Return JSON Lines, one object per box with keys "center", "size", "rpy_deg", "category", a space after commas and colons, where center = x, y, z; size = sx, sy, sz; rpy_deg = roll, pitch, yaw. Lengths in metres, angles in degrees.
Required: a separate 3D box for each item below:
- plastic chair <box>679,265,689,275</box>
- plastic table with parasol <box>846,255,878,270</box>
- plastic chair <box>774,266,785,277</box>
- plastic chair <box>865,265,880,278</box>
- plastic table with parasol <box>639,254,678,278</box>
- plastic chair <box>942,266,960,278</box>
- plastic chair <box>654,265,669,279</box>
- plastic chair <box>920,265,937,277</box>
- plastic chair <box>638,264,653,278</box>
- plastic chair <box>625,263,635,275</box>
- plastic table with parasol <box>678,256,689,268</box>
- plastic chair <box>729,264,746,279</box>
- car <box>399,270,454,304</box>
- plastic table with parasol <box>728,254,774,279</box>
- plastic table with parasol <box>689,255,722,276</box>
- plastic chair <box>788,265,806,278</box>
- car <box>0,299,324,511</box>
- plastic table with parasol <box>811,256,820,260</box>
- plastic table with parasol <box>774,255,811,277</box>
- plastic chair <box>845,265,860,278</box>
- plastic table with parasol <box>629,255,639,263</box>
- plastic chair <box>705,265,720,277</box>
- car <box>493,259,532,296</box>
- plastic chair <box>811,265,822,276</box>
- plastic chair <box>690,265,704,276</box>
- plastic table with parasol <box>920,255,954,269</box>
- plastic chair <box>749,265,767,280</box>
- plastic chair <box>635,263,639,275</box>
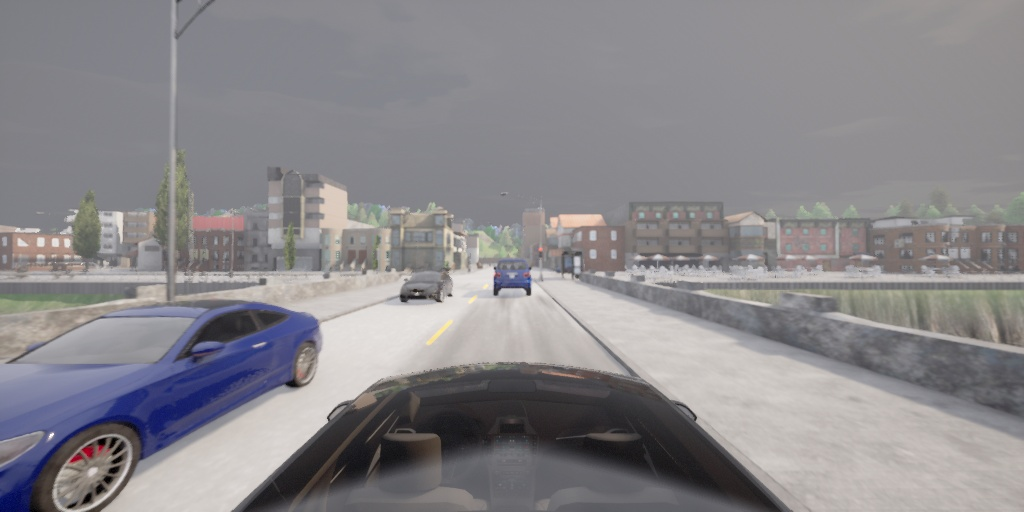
{"center": [22.496, 1.791, 46.491], "size": [0.750, 1.272, 0.730], "rpy_deg": [0, 0, 0], "category": "plastic chair"}
{"center": [37.786, 1.096, 38.701], "size": [2.482, 2.480, 2.482], "rpy_deg": [0, 0, 0], "category": "plastic table with parasol"}
{"center": [29.327, 1.713, 39.787], "size": [0.730, 1.272, 0.750], "rpy_deg": [0, 0, -1], "category": "plastic chair"}
{"center": [37.796, 1.685, 37.391], "size": [0.750, 1.272, 0.730], "rpy_deg": [0, 0, 0], "category": "plastic chair"}
{"center": [15.166, 1.081, 37.252], "size": [2.482, 2.480, 2.482], "rpy_deg": [0, 0, 0], "category": "plastic table with parasol"}
{"center": [47.896, 1.702, 38.990], "size": [0.750, 1.272, 0.730], "rpy_deg": [0, 0, 0], "category": "plastic chair"}
{"center": [14.996, 1.671, 35.992], "size": [0.750, 1.272, 0.730], "rpy_deg": [0, 0, 0], "category": "plastic chair"}
{"center": [46.796, 1.718, 40.390], "size": [0.730, 1.272, 0.750], "rpy_deg": [0, 0, 0], "category": "plastic chair"}
{"center": [13.896, 1.687, 37.392], "size": [0.730, 1.272, 0.750], "rpy_deg": [0, 0, 0], "category": "plastic chair"}
{"center": [14.696, 1.776, 45.191], "size": [0.730, 1.272, 0.750], "rpy_deg": [0, 0, 0], "category": "plastic chair"}
{"center": [22.506, 1.203, 47.961], "size": [2.482, 2.480, 2.482], "rpy_deg": [0, 0, 0], "category": "plastic table with parasol"}
{"center": [22.596, 1.669, 35.892], "size": [0.730, 1.272, 0.750], "rpy_deg": [0, 0, 0], "category": "plastic chair"}
{"center": [-4.078, 1.441, 17.814], "size": [1.837, 1.490, 4.892], "rpy_deg": [0, -1, 0], "category": "car"}
{"center": [23.796, 1.064, 35.841], "size": [2.482, 2.480, 2.482], "rpy_deg": [0, 0, 0], "category": "plastic table with parasol"}
{"center": [22.896, 1.135, 42.041], "size": [2.482, 2.480, 2.482], "rpy_deg": [0, 0, 0], "category": "plastic table with parasol"}
{"center": [30.496, 1.697, 38.391], "size": [0.750, 1.272, 0.730], "rpy_deg": [0, 0, 0], "category": "plastic chair"}
{"center": [-4.094, 1.306, 4.316], "size": [1.812, 1.442, 4.674], "rpy_deg": [0, -1, 0], "category": "car"}
{"center": [37.426, 1.173, 45.450], "size": [2.482, 2.480, 2.482], "rpy_deg": [0, 0, 0], "category": "plastic table with parasol"}
{"center": [30.506, 1.107, 39.671], "size": [2.482, 2.480, 2.482], "rpy_deg": [0, 0, 0], "category": "plastic table with parasol"}
{"center": [36.658, 1.700, 38.789], "size": [0.730, 1.272, 0.750], "rpy_deg": [0, 0, 0], "category": "plastic chair"}
{"center": [15.916, 1.171, 45.071], "size": [2.482, 2.480, 2.482], "rpy_deg": [0, 0, 0], "category": "plastic table with parasol"}
{"center": [22.796, 1.724, 40.691], "size": [0.750, 1.272, 0.730], "rpy_deg": [0, 0, 0], "category": "plastic chair"}
{"center": [0.031, 1.198, 21.493], "size": [2.150, 2.045, 5.566], "rpy_deg": [0, -1, 1], "category": "car"}
{"center": [37.396, 1.760, 43.990], "size": [0.750, 1.272, 0.730], "rpy_deg": [0, 0, 0], "category": "plastic chair"}
{"center": [21.696, 1.740, 42.091], "size": [0.730, 1.272, 0.750], "rpy_deg": [0, 0, 0], "category": "plastic chair"}
{"center": [47.996, 1.115, 40.490], "size": [2.482, 2.480, 2.482], "rpy_deg": [0, 0, 0], "category": "plastic table with parasol"}
{"center": [23.695, 1.653, 34.492], "size": [0.750, 1.272, 0.730], "rpy_deg": [0, 0, 0], "category": "plastic chair"}
{"center": [15.796, 1.760, 43.791], "size": [0.750, 1.272, 0.730], "rpy_deg": [0, 0, 0], "category": "plastic chair"}
